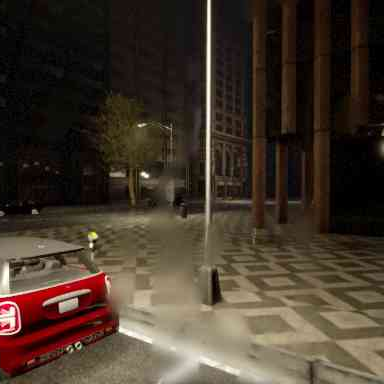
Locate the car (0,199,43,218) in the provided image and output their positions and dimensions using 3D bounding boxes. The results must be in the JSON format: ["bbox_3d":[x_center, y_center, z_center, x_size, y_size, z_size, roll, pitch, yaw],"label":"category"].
[{"bbox_3d":[-15.910,1.435,29.767,1.837,1.490,4.892,0,2,36],"label":"car"}]

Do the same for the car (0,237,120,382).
[{"bbox_3d":[-3.095,1.440,5.303,4.097,1.590,1.967,0,0,37],"label":"car"}]

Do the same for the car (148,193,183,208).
[{"bbox_3d":[-3.610,1.112,46.431,2.150,2.045,5.566,0,0,37],"label":"car"}]
